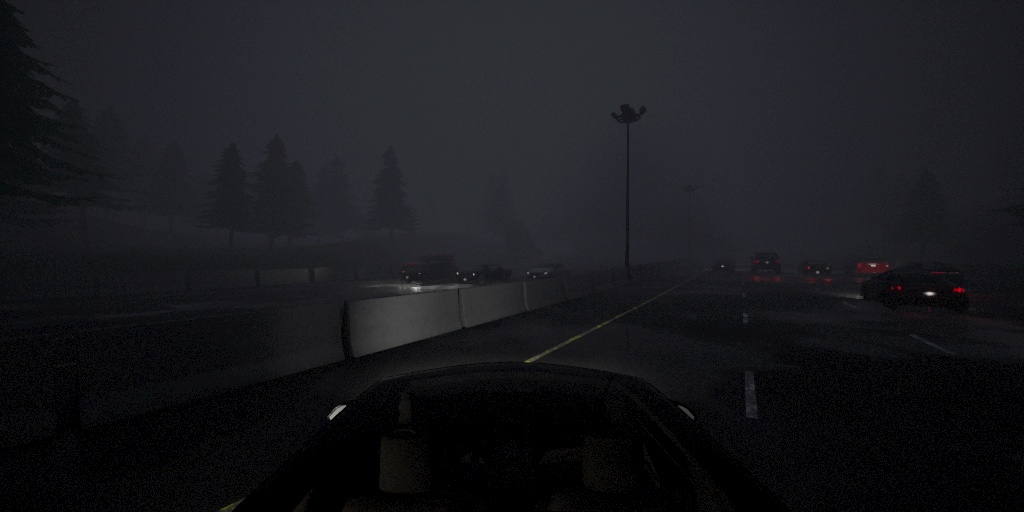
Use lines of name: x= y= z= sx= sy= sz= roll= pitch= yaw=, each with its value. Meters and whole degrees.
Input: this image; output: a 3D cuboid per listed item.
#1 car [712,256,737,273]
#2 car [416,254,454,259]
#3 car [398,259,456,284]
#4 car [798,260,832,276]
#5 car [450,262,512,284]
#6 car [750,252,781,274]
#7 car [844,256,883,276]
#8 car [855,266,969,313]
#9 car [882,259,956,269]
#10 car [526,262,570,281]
car: x=21.885 y=0.955 z=37.088 sx=1.994 sy=1.385 sz=4.181 roll=0 pitch=1 yaw=33
car: x=-7.133 y=0.876 z=31.041 sx=2.150 sy=2.045 sz=5.566 roll=0 pitch=1 yaw=33
car: x=-5.872 y=1.186 z=26.517 sx=1.837 sy=1.490 sz=4.892 roll=0 pitch=0 yaw=33
car: x=27.077 y=1.020 z=32.210 sx=1.895 sy=1.301 sz=4.718 roll=0 pitch=1 yaw=33
car: x=-1.984 y=1.271 z=26.101 sx=1.895 sy=1.301 sz=4.718 roll=0 pitch=1 yaw=33
car: x=24.469 y=0.627 z=34.625 sx=2.150 sy=2.045 sz=5.566 roll=0 pitch=1 yaw=32
car: x=30.225 y=0.767 z=30.634 sx=2.097 sy=1.767 sz=4.553 roll=0 pitch=1 yaw=33
car: x=15.430 y=1.255 z=13.992 sx=1.994 sy=1.385 sz=4.181 roll=0 pitch=0 yaw=33
car: x=23.969 y=1.080 z=20.851 sx=2.128 sy=1.511 sz=4.902 roll=0 pitch=1 yaw=33
car: x=2.840 y=1.168 z=27.131 sx=1.812 sy=1.442 sz=4.674 roll=0 pitch=1 yaw=33
